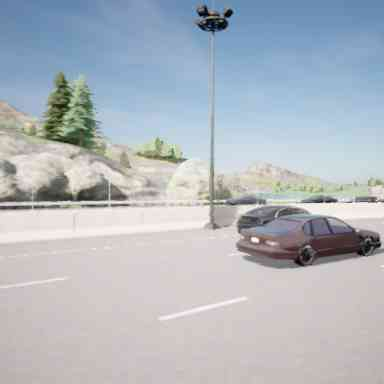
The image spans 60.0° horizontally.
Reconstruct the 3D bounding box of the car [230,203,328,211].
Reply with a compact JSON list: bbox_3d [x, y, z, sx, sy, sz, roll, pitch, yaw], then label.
[{"bbox_3d":[4.261,1.362,15.010,4.892,1.490,1.837,0,0,-31],"label":"car"}]

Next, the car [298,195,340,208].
[{"bbox_3d":[15.751,1.136,41.120,5.008,1.535,1.882,0,1,-25],"label":"car"}]

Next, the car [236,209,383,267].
[{"bbox_3d":[3.987,1.450,10.987,5.357,1.411,2.033,0,1,-31],"label":"car"}]
